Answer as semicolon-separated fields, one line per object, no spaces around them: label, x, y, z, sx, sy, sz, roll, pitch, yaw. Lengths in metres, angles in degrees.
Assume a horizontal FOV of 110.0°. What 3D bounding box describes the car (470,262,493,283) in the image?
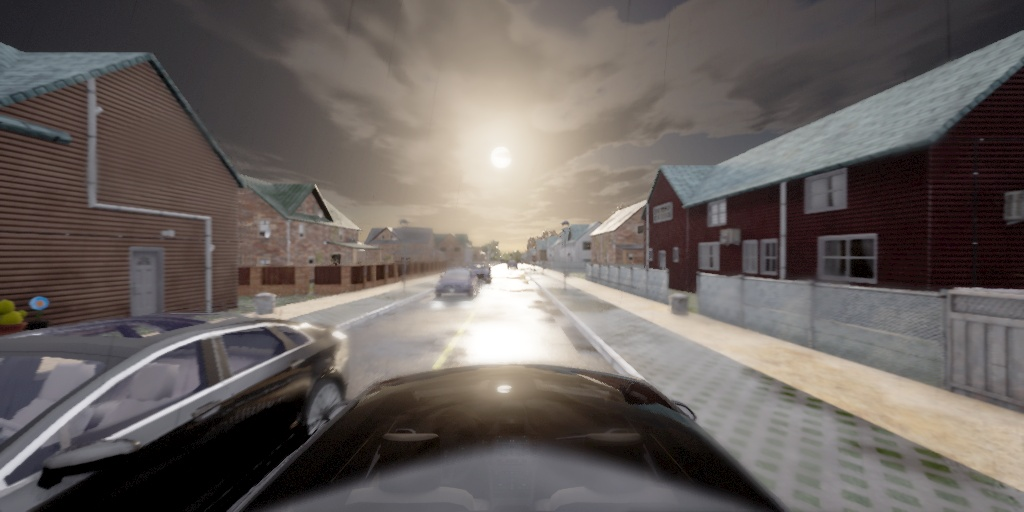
car;-2.733;1.258;29.406;2.097;1.767;4.553;0;0;0

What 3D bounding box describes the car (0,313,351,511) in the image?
car;-2.850;1.242;2.363;2.128;1.511;4.902;0;0;0

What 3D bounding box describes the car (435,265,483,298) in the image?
car;-2.803;1.368;19.164;1.812;1.442;4.674;0;-1;1
